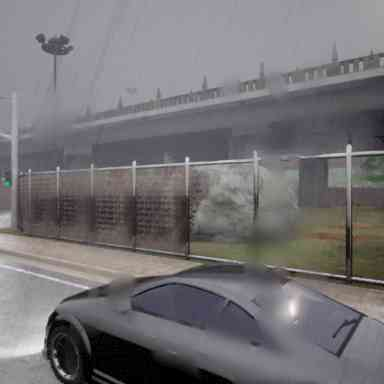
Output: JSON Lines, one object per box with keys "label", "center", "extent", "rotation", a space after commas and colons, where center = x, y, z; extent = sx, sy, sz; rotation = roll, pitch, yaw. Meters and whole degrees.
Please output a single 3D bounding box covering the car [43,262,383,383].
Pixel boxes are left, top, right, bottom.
{"label": "car", "center": [0.118, 1.564, 3.904], "extent": [4.181, 1.385, 1.994], "rotation": [0, 0, 36]}
